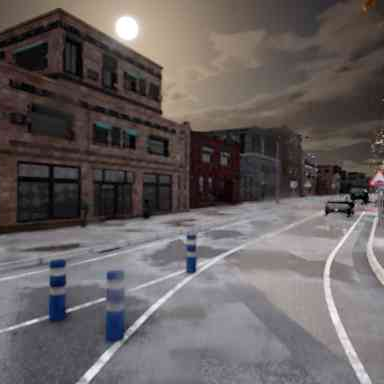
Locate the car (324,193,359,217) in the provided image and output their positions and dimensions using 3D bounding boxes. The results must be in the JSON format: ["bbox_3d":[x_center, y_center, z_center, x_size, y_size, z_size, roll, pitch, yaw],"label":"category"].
[{"bbox_3d":[11.911,1.094,26.750,2.128,1.511,4.902,0,1,30],"label":"car"}]

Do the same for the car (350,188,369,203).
[{"bbox_3d":[23.562,0.386,47.033,2.150,2.045,5.566,0,2,31],"label":"car"}]
